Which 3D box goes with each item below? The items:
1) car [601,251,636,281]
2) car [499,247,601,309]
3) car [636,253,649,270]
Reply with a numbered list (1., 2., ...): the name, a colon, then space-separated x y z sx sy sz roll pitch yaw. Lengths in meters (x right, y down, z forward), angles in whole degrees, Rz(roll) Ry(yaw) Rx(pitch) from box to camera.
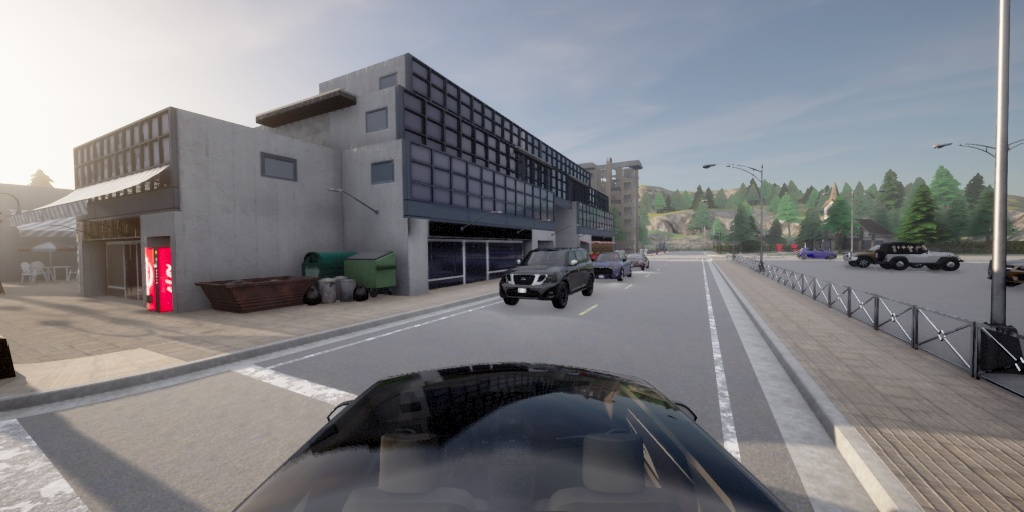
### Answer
1. car: 6.188 0.550 22.663 2.097 1.767 4.553 0 2 28
2. car: 1.607 0.686 13.959 2.150 2.045 5.566 0 1 28
3. car: 10.959 0.446 31.715 1.812 1.442 4.674 0 2 28
